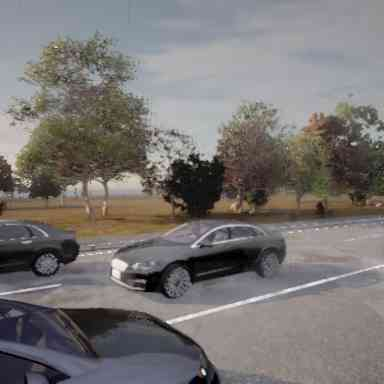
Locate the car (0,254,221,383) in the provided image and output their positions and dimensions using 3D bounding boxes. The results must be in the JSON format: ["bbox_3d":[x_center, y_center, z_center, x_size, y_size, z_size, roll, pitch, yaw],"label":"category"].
[{"bbox_3d":[-1.766,1.564,2.486,4.181,1.385,1.994,0,0,-36],"label":"car"}]

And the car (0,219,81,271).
[{"bbox_3d":[-5.474,1.505,8.686,4.892,1.490,1.837,0,0,-36],"label":"car"}]

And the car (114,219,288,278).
[{"bbox_3d":[0.373,1.491,8.558,4.902,1.511,2.128,0,0,-36],"label":"car"}]
